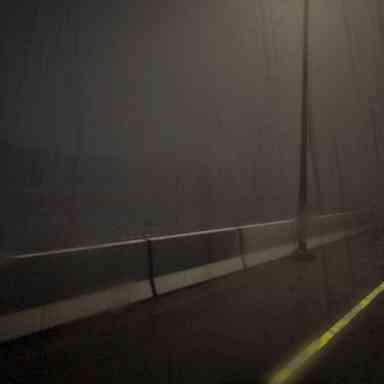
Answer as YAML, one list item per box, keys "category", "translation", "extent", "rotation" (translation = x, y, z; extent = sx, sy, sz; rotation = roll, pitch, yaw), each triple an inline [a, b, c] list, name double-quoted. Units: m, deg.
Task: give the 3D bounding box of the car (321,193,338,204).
- category: "car"
  translation: [26.164, 1.172, 63.167]
  extent: [2.150, 2.045, 5.566]
  rotation: [1, 1, 35]

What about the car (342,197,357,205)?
- category: "car"
  translation: [29.272, 1.543, 61.519]
  extent: [2.033, 1.411, 5.357]
  rotation: [1, 1, 35]

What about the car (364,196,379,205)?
- category: "car"
  translation: [32.300, 1.530, 59.776]
  extent: [1.882, 1.535, 5.008]
  rotation: [1, 1, 36]
